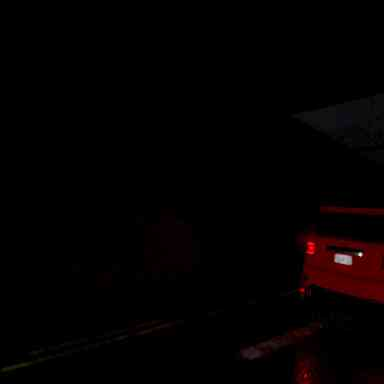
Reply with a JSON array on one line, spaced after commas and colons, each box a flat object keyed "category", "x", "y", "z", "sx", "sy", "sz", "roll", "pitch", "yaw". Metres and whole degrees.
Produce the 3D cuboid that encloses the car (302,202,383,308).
[{"category": "car", "x": 4.717, "y": 1.231, "z": 7.134, "sx": 5.566, "sy": 2.045, "sz": 2.150, "roll": 0, "pitch": 0, "yaw": -36}]
